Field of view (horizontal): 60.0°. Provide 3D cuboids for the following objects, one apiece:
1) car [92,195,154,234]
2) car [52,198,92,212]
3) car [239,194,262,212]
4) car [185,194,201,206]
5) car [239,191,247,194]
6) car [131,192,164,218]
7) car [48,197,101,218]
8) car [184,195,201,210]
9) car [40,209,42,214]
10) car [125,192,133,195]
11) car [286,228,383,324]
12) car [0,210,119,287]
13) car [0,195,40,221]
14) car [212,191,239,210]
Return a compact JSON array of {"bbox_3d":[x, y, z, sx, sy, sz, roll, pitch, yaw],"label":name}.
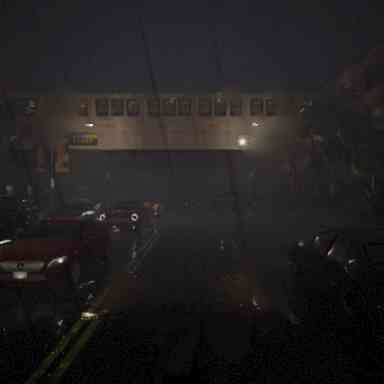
[{"bbox_3d":[-3.554,1.212,18.036,2.097,1.767,4.553,0,0,0],"label":"car"},{"bbox_3d":[-7.046,1.349,20.115,1.837,1.490,4.892,0,0,1],"label":"car"},{"bbox_3d":[6.724,1.286,40.140,1.895,1.301,4.718,0,0,0],"label":"car"},{"bbox_3d":[0.132,1.123,47.951,2.128,1.511,4.902,0,1,0],"label":"car"},{"bbox_3d":[6.679,0.863,47.533,2.435,2.045,5.566,0,0,0],"label":"car"},{"bbox_3d":[-3.549,1.140,27.413,2.097,1.767,4.553,0,0,1],"label":"car"},{"bbox_3d":[-10.006,1.258,28.911,2.231,1.521,4.892,0,0,10],"label":"car"},{"bbox_3d":[0.047,1.310,37.683,1.895,1.301,4.718,0,0,1],"label":"car"},{"bbox_3d":[-10.040,1.214,18.135,2.185,1.767,4.553,0,0,0],"label":"car"},{"bbox_3d":[-7.036,1.122,29.843,2.097,1.767,4.553,0,0,1],"label":"car"},{"bbox_3d":[3.600,1.492,7.093,2.033,1.411,5.357,0,0,0],"label":"car"},{"bbox_3d":[-3.561,1.454,9.251,1.812,1.442,4.674,0,0,1],"label":"car"},{"bbox_3d":[-7.066,1.142,10.191,2.150,2.045,5.566,0,0,-1],"label":"car"},{"bbox_3d":[3.543,0.934,37.265,2.150,2.045,5.566,0,0,1],"label":"car"}]
